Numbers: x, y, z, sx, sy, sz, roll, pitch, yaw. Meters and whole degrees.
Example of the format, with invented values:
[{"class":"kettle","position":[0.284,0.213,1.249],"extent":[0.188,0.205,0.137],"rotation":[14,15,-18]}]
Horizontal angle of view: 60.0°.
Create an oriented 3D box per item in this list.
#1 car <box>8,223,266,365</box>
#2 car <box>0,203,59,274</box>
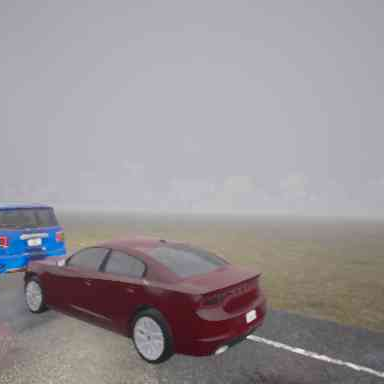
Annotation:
[{"class":"car","position":[-1.163,1.557,6.068],"extent":[5.008,1.535,1.882],"rotation":[0,-1,37]},{"class":"car","position":[-5.935,1.326,9.723],"extent":[5.566,2.045,2.150],"rotation":[0,-1,38]}]
